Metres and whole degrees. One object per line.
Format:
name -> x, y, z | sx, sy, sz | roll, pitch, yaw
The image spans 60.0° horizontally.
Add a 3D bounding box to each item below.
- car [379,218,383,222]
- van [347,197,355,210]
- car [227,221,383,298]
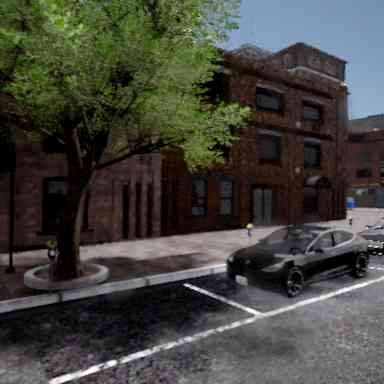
car -> 7.500, 1.540, 11.855 | 4.403, 1.369, 2.008 | 0, 1, -35
van -> 20.578, 1.613, 46.282 | 1.690, 1.788, 3.998 | 0, -1, -35
car -> 2.869, 1.560, 8.551 | 4.313, 1.339, 1.947 | 0, 1, -35
